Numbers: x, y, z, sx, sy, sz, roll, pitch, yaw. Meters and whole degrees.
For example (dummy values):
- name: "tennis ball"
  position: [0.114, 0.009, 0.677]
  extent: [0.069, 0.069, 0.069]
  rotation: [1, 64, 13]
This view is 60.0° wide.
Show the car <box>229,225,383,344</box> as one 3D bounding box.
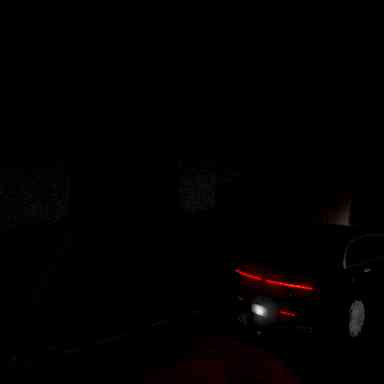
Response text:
- name: "car"
  position: [2.828, 1.397, 6.308]
  extent: [4.892, 1.490, 1.837]
  rotation: [-1, 1, -40]
